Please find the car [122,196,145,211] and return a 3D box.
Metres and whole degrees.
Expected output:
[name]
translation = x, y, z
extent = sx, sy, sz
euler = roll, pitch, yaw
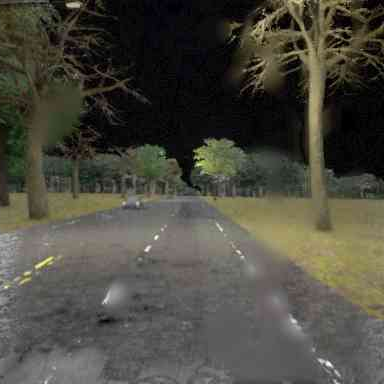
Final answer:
[car]
translation = -7.019, 1.279, 40.097
extent = 2.097, 1.767, 4.553
euler = 0, 0, 0
